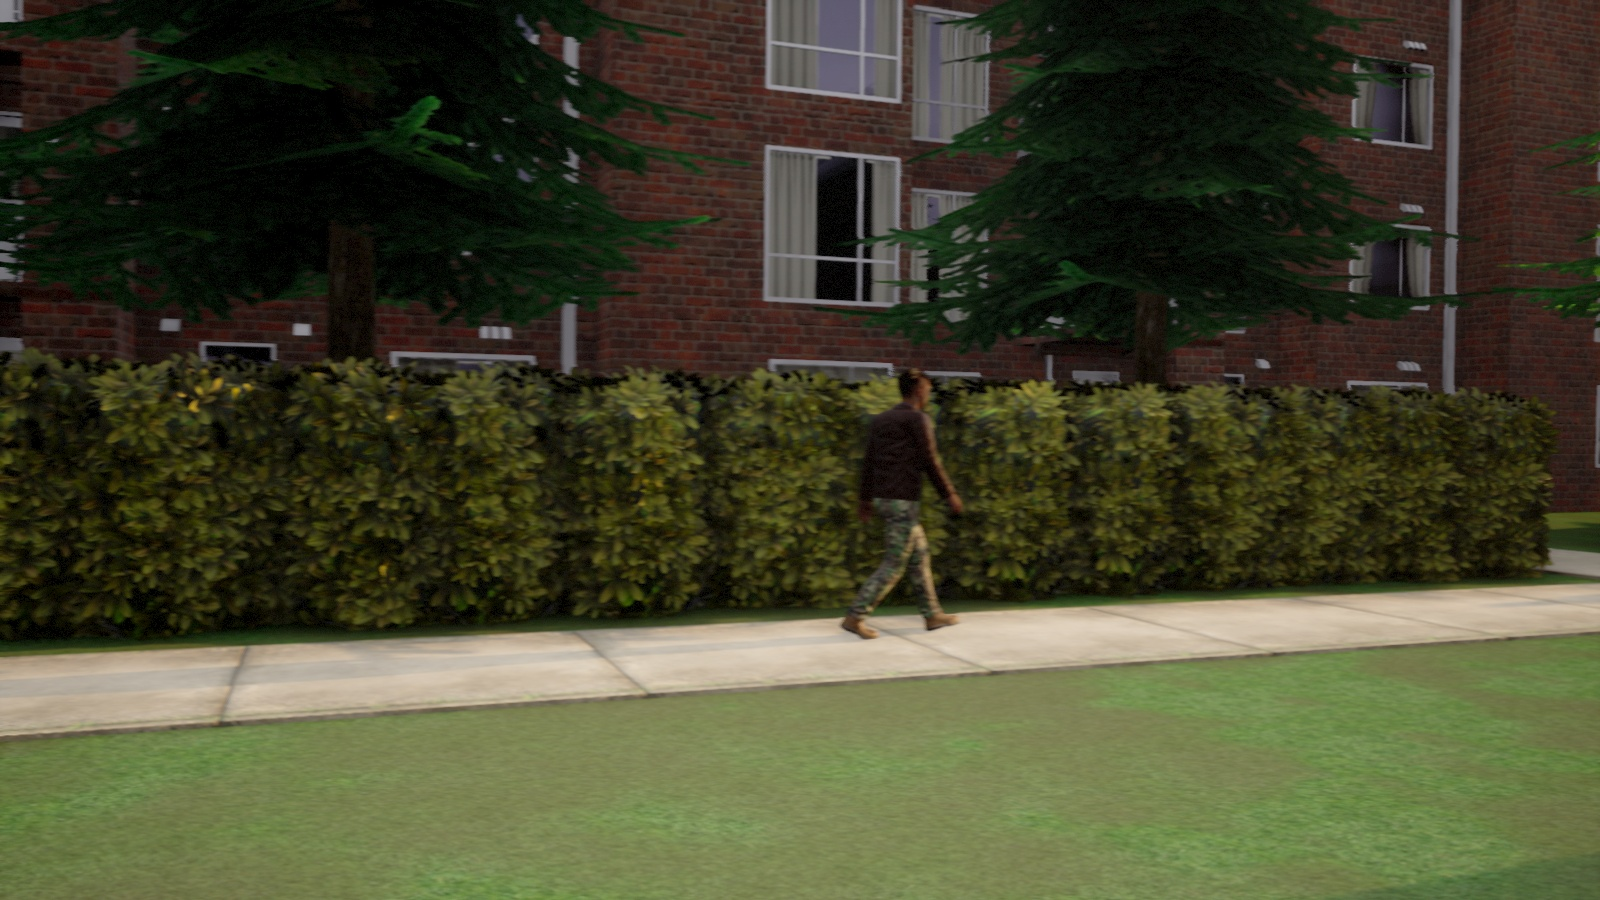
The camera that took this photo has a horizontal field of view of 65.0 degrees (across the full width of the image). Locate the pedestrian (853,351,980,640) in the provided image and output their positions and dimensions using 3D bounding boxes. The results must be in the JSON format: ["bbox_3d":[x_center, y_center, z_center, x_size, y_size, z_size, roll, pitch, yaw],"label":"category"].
[{"bbox_3d":[0.772,0.283,8.355,0.703,1.840,0.431,-1,1,-27],"label":"pedestrian"}]
